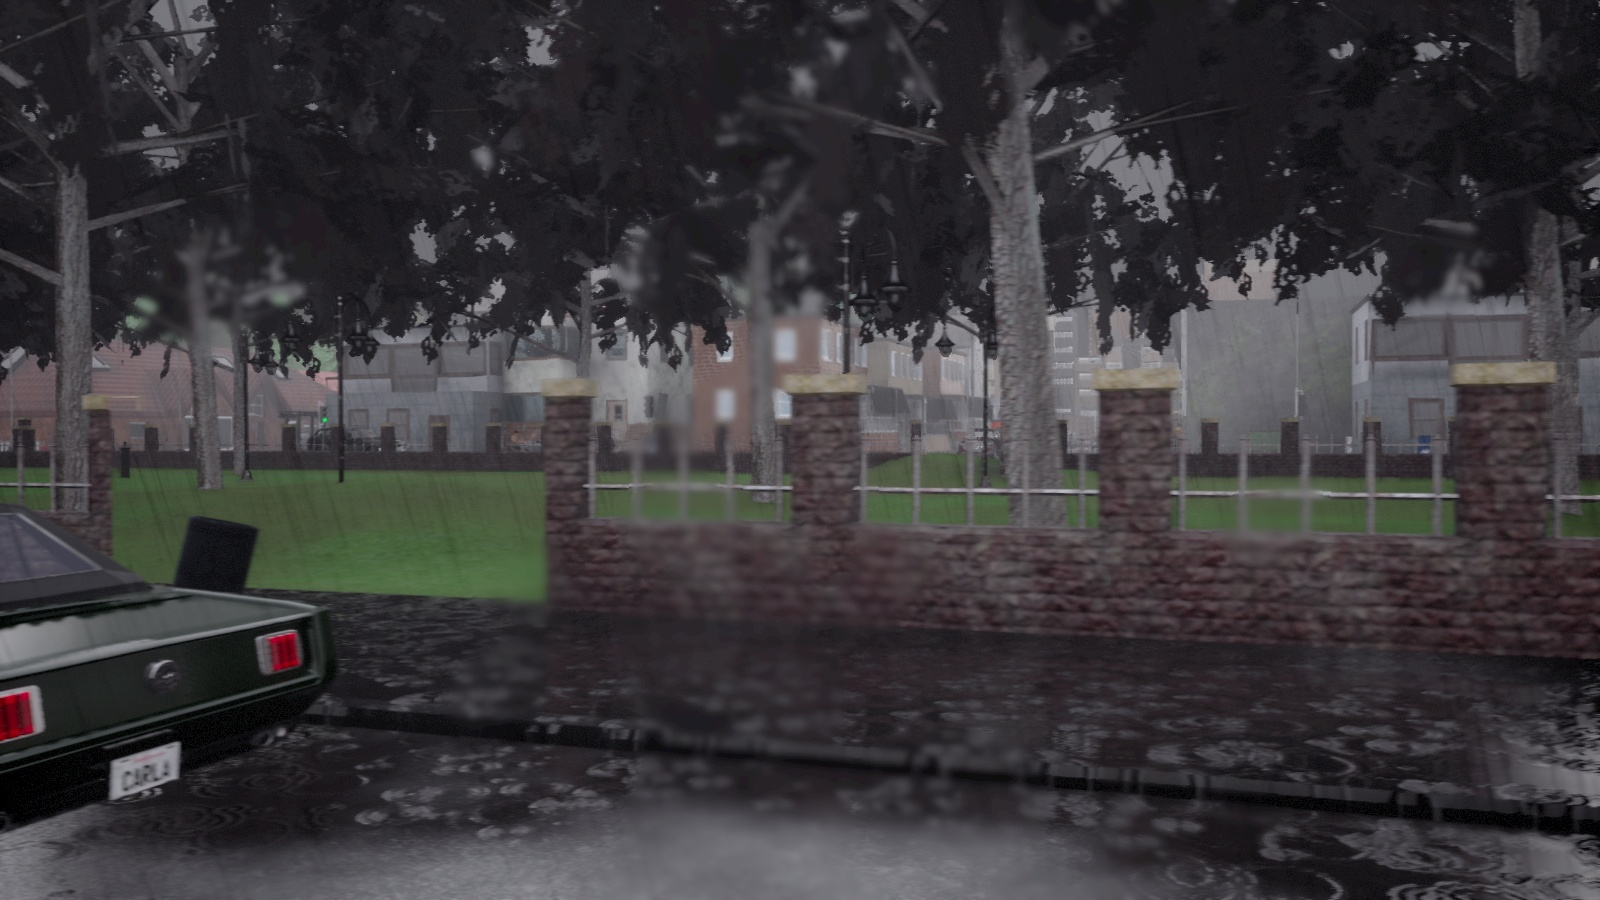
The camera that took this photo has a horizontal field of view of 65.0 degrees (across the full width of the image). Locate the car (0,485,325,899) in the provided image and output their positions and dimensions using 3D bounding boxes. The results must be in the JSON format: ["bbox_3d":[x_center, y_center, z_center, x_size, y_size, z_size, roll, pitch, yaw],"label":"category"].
[{"bbox_3d":[-4.584,0.825,5.266,4.718,1.301,1.895,1,1,19],"label":"car"}]

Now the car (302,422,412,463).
[{"bbox_3d":[-20.599,-0.369,58.410,4.605,1.855,1.932,0,1,17],"label":"car"}]

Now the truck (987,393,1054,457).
[{"bbox_3d":[14.094,-1.560,79.685,2.891,3.827,8.468,1,1,19],"label":"truck"}]

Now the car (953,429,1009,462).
[{"bbox_3d":[9.597,-0.270,66.386,2.033,1.649,4.856,1,1,19],"label":"car"}]
